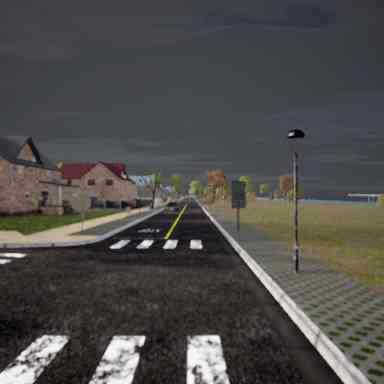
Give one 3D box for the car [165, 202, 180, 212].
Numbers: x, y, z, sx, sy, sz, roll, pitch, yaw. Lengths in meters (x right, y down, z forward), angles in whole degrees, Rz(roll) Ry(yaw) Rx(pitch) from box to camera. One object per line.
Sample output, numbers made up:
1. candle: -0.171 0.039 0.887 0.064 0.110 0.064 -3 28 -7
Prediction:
1. car: -2.759 2.124 47.645 1.812 1.442 4.674 0 -1 0
